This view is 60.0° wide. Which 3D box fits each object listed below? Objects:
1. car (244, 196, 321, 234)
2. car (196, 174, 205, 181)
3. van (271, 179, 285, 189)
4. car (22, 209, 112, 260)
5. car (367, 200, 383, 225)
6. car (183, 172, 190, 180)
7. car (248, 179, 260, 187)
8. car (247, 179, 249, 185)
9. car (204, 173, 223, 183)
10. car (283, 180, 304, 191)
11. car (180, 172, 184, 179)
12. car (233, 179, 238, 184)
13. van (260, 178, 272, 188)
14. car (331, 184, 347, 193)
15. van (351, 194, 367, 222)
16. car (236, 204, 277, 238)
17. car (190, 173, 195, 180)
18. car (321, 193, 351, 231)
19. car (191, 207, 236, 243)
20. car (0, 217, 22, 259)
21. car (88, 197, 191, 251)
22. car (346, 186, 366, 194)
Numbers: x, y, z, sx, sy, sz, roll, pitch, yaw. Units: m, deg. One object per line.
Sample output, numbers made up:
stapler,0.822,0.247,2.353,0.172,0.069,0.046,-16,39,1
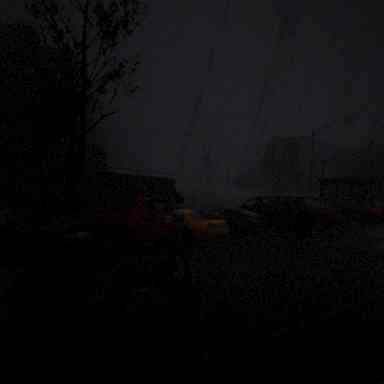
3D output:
car,4.202,1.261,19.507,5.566,2.045,2.435,-1,-1,35
car,4.090,-3.701,85.100,2.435,2.045,5.566,7,3,34
van,17.914,-1.493,65.339,1.878,1.987,4.442,7,4,35
car,-5.599,1.523,12.554,4.792,1.488,2.163,-1,-1,35
car,11.666,1.402,24.629,4.553,1.767,2.185,-1,-1,35
car,0.568,-4.087,90.038,2.185,1.767,4.553,4,1,33
car,14.613,-1.814,70.543,1.946,1.575,5.366,7,3,35
car,12.783,-2.046,72.865,2.002,1.452,4.674,7,4,35
car,5.940,-3.178,82.840,1.946,1.575,5.366,7,3,34
car,19.673,-0.994,62.976,2.231,1.521,4.892,7,3,35
car,-1.203,-4.364,92.386,2.435,2.045,5.566,1,-1,34
car,11.041,-2.319,75.327,2.002,1.452,4.674,7,3,35
van,16.186,-1.766,67.811,1.878,1.987,4.442,7,4,35
car,24.880,-0.428,55.588,2.435,2.045,5.566,7,3,35
van,9.256,1.295,22.880,4.442,1.987,1.878,-1,-1,35
car,1.774,1.547,17.751,4.674,1.452,2.002,-1,-1,35
car,2.296,-3.852,87.567,2.185,1.767,4.553,6,3,34
car,6.717,1.266,21.211,5.566,2.045,2.435,-1,-1,35
car,-0.833,1.502,16.124,5.366,1.575,1.946,-1,-1,35
car,-8.020,1.493,10.809,4.892,1.521,2.231,-1,-1,35
car,-3.154,1.247,14.298,5.566,2.045,2.435,-1,-1,35
car,26.569,0.134,53.115,2.002,1.452,4.674,7,3,35
